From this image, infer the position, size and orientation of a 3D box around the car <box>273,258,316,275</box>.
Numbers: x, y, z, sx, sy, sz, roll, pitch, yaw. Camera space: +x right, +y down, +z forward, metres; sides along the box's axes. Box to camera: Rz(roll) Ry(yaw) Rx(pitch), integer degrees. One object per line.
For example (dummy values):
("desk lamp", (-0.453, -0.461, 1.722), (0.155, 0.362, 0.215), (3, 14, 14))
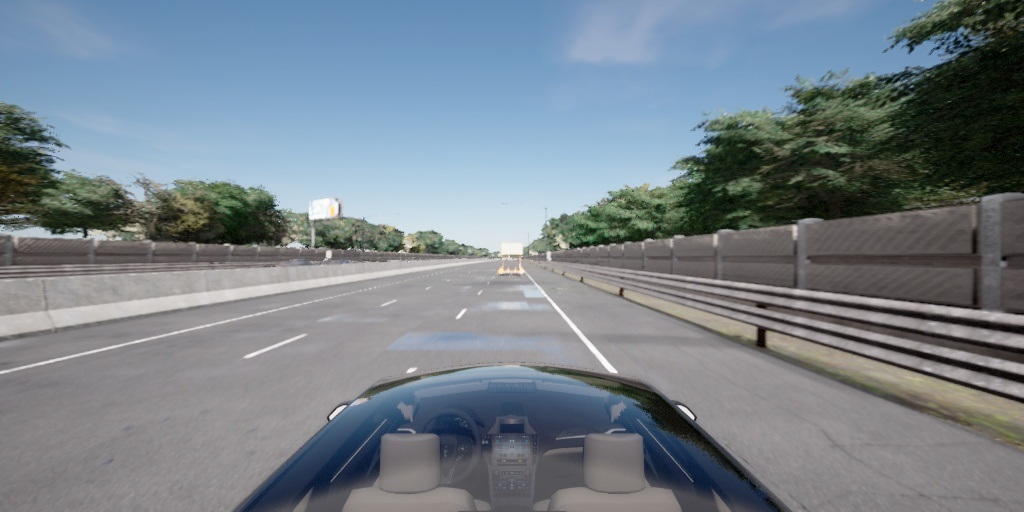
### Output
("car", (-24.579, 1.160, 40.743), (2.097, 1.767, 4.553), (0, 0, 1))

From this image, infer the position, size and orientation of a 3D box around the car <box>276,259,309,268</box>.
("car", (-21.098, 1.272, 35.433), (1.882, 1.535, 5.008), (0, 0, 0))

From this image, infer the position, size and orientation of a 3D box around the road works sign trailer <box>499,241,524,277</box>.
("road works sign trailer", (-0.025, 0.264, 36.644), (2.380, 3.560, 2.880), (0, 0, 0))

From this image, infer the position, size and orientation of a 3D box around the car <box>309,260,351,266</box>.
("car", (-17.597, 1.148, 35.636), (2.097, 1.767, 4.553), (0, 0, 0))
